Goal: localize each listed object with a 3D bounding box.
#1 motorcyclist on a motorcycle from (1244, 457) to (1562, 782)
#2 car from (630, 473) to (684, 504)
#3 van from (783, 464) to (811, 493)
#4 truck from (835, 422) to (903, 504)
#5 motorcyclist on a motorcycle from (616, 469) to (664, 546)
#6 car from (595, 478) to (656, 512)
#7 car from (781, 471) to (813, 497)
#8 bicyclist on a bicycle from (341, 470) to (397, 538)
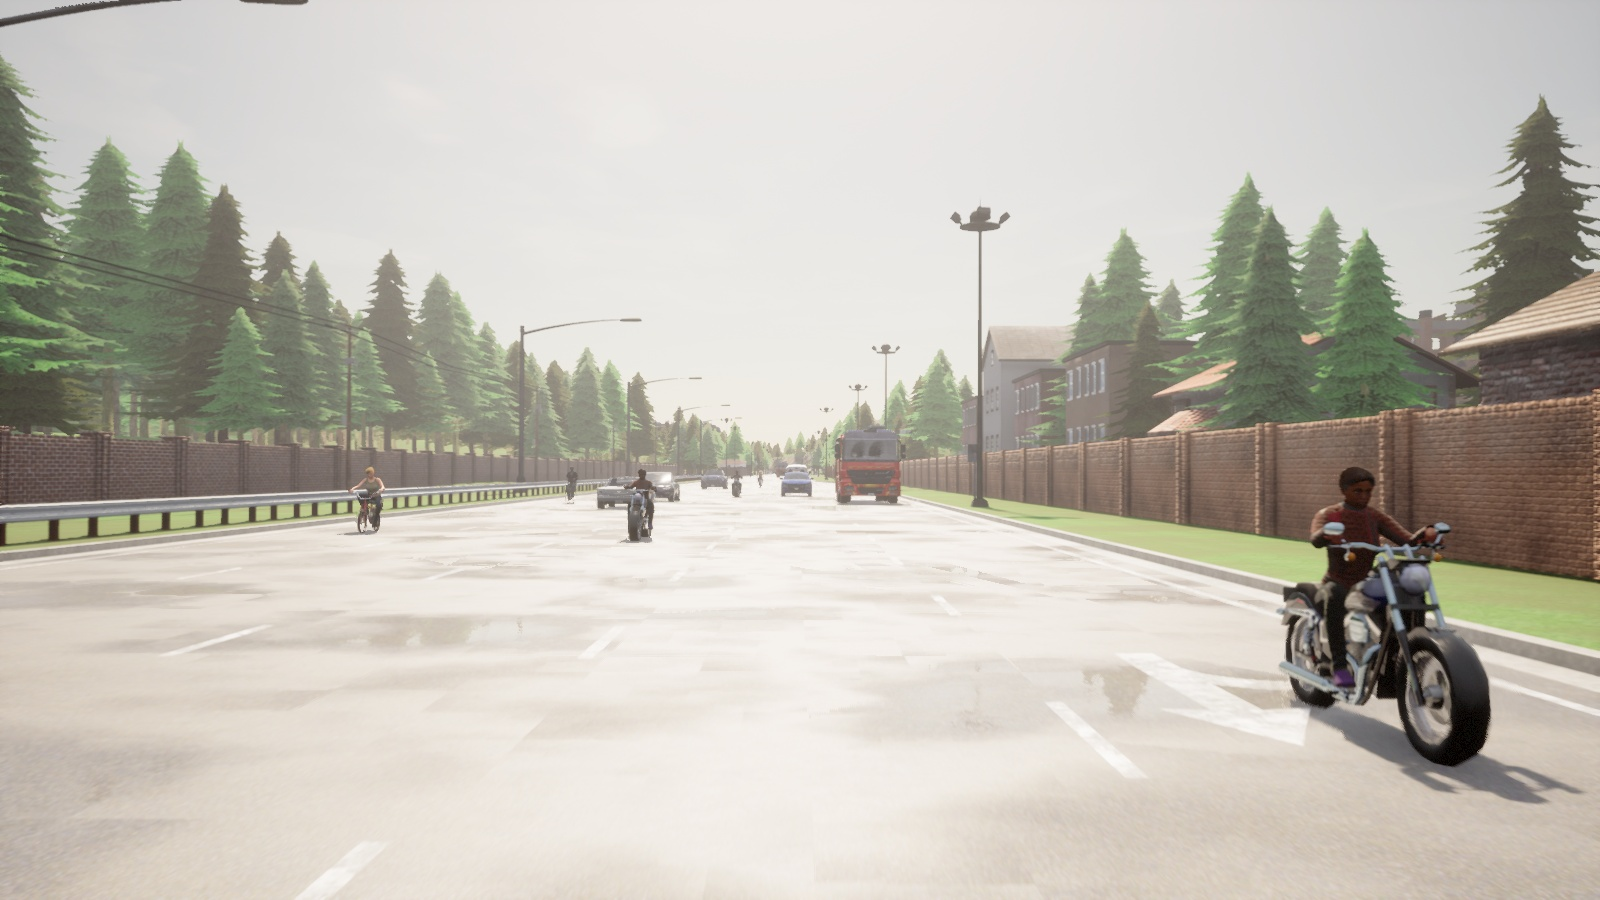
[{"bbox_3d":[3.481,0.877,7.566,0.766,1.649,2.350,0,-1,0],"label":"motorcyclist on a motorcycle"},{"bbox_3d":[-7.156,1.904,63.368,2.163,1.488,4.792,0,-1,0],"label":"car"},{"bbox_3d":[-0.230,2.100,93.250,2.069,2.038,4.480,0,-1,0],"label":"van"},{"bbox_3d":[3.341,0.690,62.938,2.891,3.827,8.468,0,-1,0],"label":"truck"},{"bbox_3d":[-3.578,1.252,28.244,0.766,1.649,2.350,0,-1,1],"label":"motorcyclist on a motorcycle"},{"bbox_3d":[-7.127,1.809,51.700,1.895,1.301,4.718,0,-1,0],"label":"car"},{"bbox_3d":[-0.191,2.092,77.631,1.882,1.535,5.008,0,-1,0],"label":"car"},{"bbox_3d":[-10.571,1.310,30.841,0.866,1.612,1.509,0,-1,0],"label":"bicyclist on a bicycle"}]
